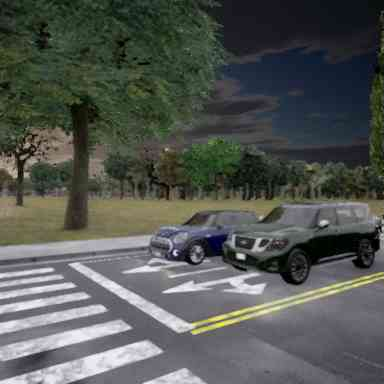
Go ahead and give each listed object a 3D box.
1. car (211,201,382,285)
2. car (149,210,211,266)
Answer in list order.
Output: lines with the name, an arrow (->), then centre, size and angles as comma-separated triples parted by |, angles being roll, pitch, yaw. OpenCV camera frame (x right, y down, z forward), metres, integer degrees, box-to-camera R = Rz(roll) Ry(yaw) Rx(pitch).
car -> 3.512, 1.321, 10.137 | 5.566, 2.045, 2.150 | 1, -1, -35
car -> 0.727, 1.459, 12.148 | 4.553, 1.767, 2.097 | 1, -1, -35
